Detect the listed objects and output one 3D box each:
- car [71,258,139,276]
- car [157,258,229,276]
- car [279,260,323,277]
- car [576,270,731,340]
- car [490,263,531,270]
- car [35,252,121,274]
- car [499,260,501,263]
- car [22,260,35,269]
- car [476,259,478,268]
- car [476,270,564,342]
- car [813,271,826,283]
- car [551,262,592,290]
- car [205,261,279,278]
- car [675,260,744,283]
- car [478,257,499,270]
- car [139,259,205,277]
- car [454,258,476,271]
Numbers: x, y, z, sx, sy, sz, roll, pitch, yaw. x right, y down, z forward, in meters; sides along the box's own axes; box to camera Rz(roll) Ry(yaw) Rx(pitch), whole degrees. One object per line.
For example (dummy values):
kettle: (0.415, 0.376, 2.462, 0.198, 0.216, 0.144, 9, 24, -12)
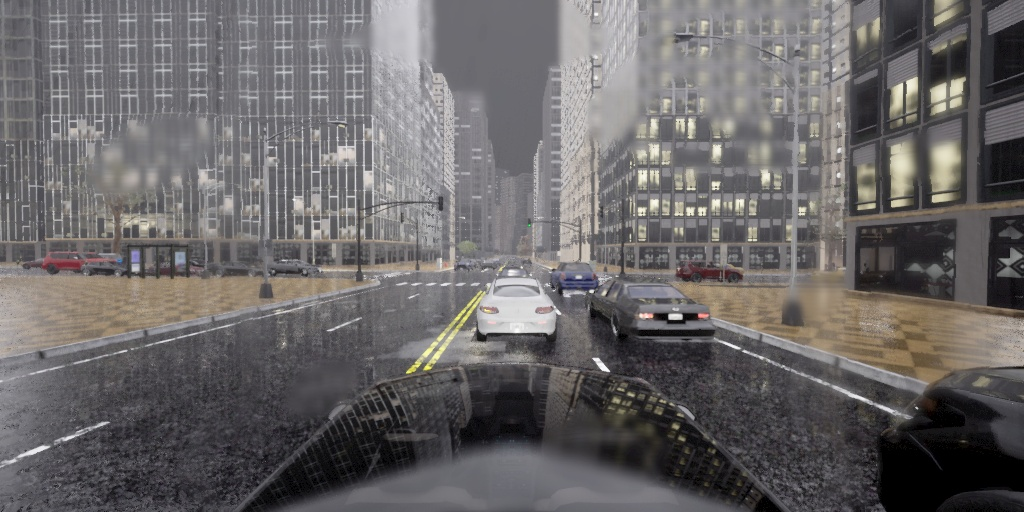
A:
car: (-34.074, 1.069, 30.585, 4.313, 1.339, 1.948, 0, 0, 1)
car: (-29.415, 0.981, 33.120, 5.008, 1.535, 1.882, 1, 1, 1)
car: (-20.004, 1.080, 32.921, 4.902, 1.511, 2.128, 1, 1, 1)
car: (3.358, 1.294, 9.880, 2.033, 1.411, 5.357, 0, 0, 0)
car: (0.112, 1.288, 19.483, 2.033, 1.411, 5.357, 0, 0, 0)
car: (-40.015, 0.628, 33.347, 5.566, 2.045, 2.150, 1, 1, 1)
car: (-3.282, 1.304, 60.987, 1.895, 1.301, 4.718, 0, 0, 0)
car: (-50.941, 0.793, 39.374, 4.207, 1.307, 1.802, 0, 0, 1)
car: (-6.543, 1.211, 58.341, 1.837, 1.490, 4.892, 0, 0, 0)
car: (0.105, 1.272, 9.646, 1.812, 1.442, 4.674, 0, 0, 0)
car: (27.663, 1.579, 29.507, 4.829, 1.417, 1.751, 0, 0, 1)
car: (3.365, 1.091, 20.188, 2.097, 1.767, 4.553, 0, 0, 0)
car: (-22.710, 1.174, 30.270, 4.313, 1.339, 1.948, 0, 0, 1)
car: (16.215, 1.269, 29.712, 5.009, 1.841, 2.192, 0, 0, 1)
car: (-3.304, 1.262, 51.227, 2.033, 1.411, 5.357, 0, 0, 0)
car: (-28.393, 1.138, 30.407, 4.207, 1.307, 1.802, 0, 0, 1)
car: (-6.587, 1.068, 49.244, 2.097, 1.767, 4.553, 0, 0, 1)
